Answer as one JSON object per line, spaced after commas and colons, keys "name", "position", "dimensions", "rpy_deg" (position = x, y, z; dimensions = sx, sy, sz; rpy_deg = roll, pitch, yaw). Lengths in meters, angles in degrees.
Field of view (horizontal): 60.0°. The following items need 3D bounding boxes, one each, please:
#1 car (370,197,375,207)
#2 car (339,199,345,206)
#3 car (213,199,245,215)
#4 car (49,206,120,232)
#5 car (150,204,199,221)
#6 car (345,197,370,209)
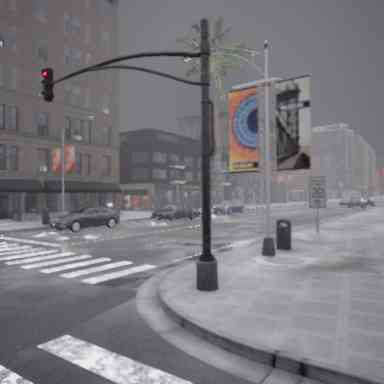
{"name": "car", "position": [31.064, 1.620, 59.050], "dimensions": [2.097, 1.767, 4.553], "rpy_deg": [-1, -1, 33]}
{"name": "car", "position": [28.260, 1.869, 60.718], "dimensions": [1.994, 1.385, 4.181], "rpy_deg": [-1, -1, 35]}
{"name": "car", "position": [4.233, 1.647, 38.216], "dimensions": [2.097, 1.767, 4.553], "rpy_deg": [-1, -1, 35]}
{"name": "car", "position": [-7.035, 1.762, 22.227], "dimensions": [1.837, 1.490, 4.892], "rpy_deg": [-1, -1, 35]}
{"name": "car", "position": [-1.413, 1.822, 30.206], "dimensions": [2.033, 1.411, 5.357], "rpy_deg": [-1, -1, 35]}
{"name": "car", "position": [25.386, 1.590, 50.997], "dimensions": [2.097, 1.767, 4.553], "rpy_deg": [-1, -1, 35]}
